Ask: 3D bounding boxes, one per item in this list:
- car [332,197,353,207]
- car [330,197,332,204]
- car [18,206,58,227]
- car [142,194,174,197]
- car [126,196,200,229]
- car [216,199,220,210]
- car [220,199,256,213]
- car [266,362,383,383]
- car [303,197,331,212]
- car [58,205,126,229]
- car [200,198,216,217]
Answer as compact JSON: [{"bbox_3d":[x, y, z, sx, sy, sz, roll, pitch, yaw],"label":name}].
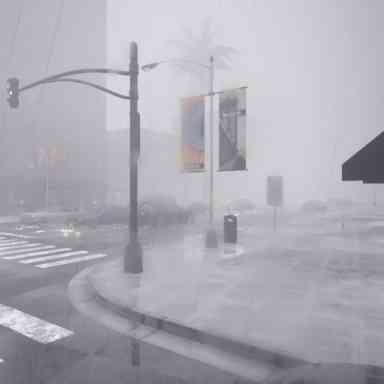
[{"bbox_3d":[24.807,1.619,54.013,2.128,1.511,4.902,0,0,35],"label":"car"},{"bbox_3d":[26.172,1.622,61.582,1.882,1.535,5.008,0,0,35],"label":"car"},{"bbox_3d":[-9.318,1.615,22.973,1.895,1.301,4.718,0,0,35],"label":"car"},{"bbox_3d":[-3.679,1.252,30.944,2.150,2.045,5.566,0,0,35],"label":"car"},{"bbox_3d":[-1.792,1.380,22.002,2.097,1.767,4.553,0,0,35],"label":"car"},{"bbox_3d":[2.247,1.528,39.311,1.882,1.535,5.008,0,0,35],"label":"car"},{"bbox_3d":[5.710,1.549,38.583,2.128,1.511,4.902,0,0,35],"label":"car"},{"bbox_3d":[2.202,1.551,1.275,4.403,1.369,2.008,0,0,36],"label":"car"},{"bbox_3d":[14.760,1.645,39.810,1.994,1.385,4.181,0,0,36],"label":"car"},{"bbox_3d":[-5.798,1.568,22.310,2.033,1.411,5.357,0,0,35],"label":"car"},{"bbox_3d":[-0.129,1.515,30.333,1.882,1.535,5.008,0,0,35],"label":"car"}]
